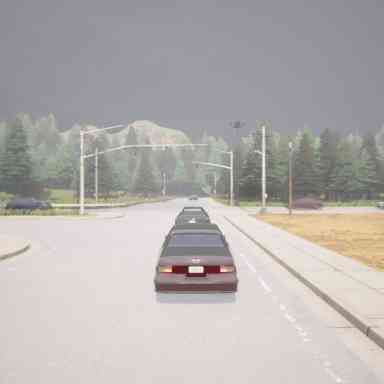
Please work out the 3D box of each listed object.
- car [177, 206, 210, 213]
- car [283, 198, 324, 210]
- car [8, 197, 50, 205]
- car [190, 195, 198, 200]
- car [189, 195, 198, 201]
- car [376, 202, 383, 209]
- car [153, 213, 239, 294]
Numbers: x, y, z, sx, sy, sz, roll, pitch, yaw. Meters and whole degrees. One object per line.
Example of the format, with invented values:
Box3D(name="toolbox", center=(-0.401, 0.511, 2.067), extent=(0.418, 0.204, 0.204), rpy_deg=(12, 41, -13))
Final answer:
Box3D(name="car", center=(0.069, 1.535, 19.534), extent=(1.994, 1.385, 4.181), rpy_deg=(0, 0, 1))
Box3D(name="car", center=(13.446, 1.453, 40.187), extent=(4.674, 1.442, 1.812), rpy_deg=(0, 0, 1))
Box3D(name="car", center=(-18.034, 1.388, 37.100), extent=(4.553, 1.767, 2.097), rpy_deg=(0, 0, 1))
Box3D(name="car", center=(0.645, 1.421, 91.797), extent=(1.994, 1.385, 4.181), rpy_deg=(0, 0, 2))
Box3D(name="car", center=(0.276, 1.479, 81.817), extent=(1.895, 1.301, 4.718), rpy_deg=(0, 0, 2))
Box3D(name="car", center=(24.697, 1.416, 39.971), extent=(4.674, 1.442, 1.812), rpy_deg=(0, 0, 1))
Box3D(name="car", center=(0.085, 1.538, 8.927), extent=(2.033, 1.411, 5.357), rpy_deg=(0, 0, 0))
